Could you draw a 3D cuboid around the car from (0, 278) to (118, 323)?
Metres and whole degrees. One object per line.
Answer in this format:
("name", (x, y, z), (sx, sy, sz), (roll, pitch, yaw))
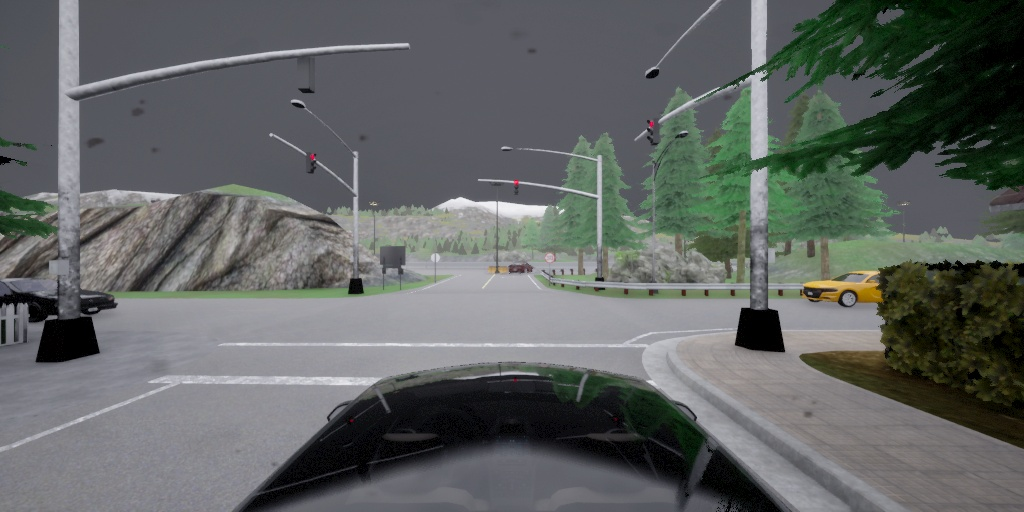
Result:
("car", (-17.386, 1.489, 12.617), (5.357, 1.411, 2.033), (0, 0, 0))

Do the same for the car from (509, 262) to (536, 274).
("car", (1.318, 1.416, 43.812), (1.882, 1.535, 5.008), (-2, -1, 23))

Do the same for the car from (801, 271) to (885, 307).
("car", (15.952, 1.419, 16.162), (5.008, 1.535, 1.882), (0, 0, 0))
